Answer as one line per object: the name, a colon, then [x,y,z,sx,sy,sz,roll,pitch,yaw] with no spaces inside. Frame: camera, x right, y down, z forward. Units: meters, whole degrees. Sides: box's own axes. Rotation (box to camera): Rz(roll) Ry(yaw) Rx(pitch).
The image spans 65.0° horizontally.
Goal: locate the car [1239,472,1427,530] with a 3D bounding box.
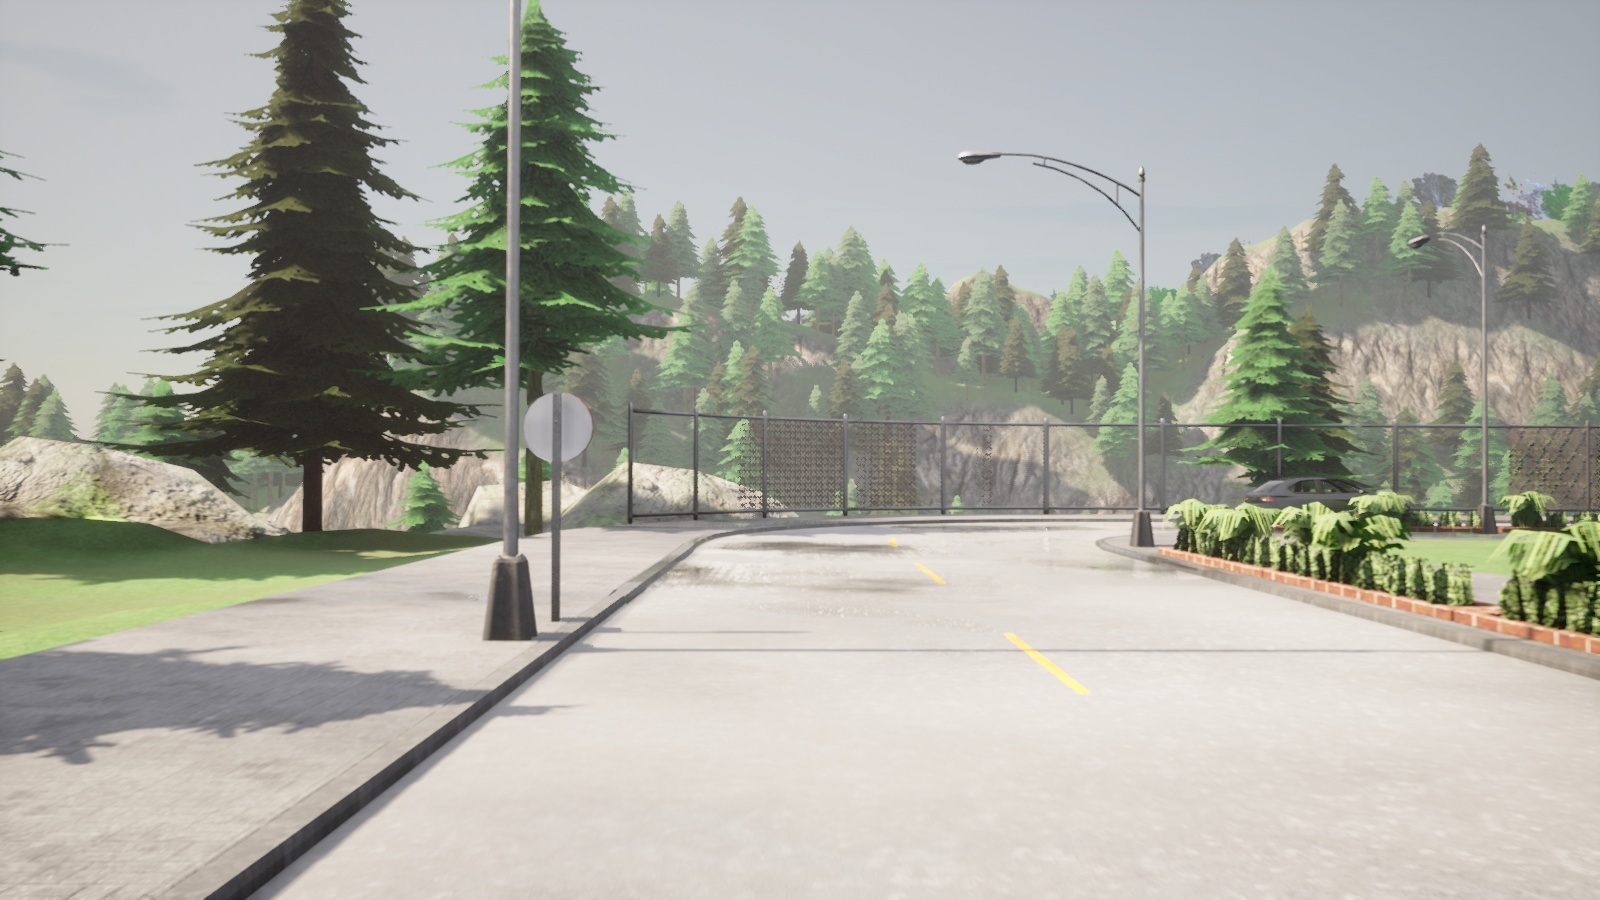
car: [14.057,1.322,33.265,4.193,1.474,1.816,0,-1,-4]
